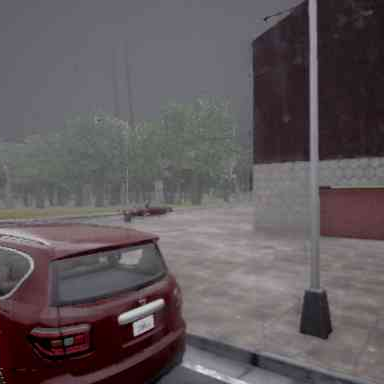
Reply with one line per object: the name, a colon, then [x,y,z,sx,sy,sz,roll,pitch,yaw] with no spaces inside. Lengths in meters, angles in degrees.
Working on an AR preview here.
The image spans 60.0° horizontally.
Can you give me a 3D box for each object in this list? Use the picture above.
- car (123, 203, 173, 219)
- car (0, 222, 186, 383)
car: [-3.767,1.619,29.408,1.895,1.301,4.718,-1,0,36]
car: [-2.398,1.356,4.520,5.009,1.841,2.192,-1,0,36]
